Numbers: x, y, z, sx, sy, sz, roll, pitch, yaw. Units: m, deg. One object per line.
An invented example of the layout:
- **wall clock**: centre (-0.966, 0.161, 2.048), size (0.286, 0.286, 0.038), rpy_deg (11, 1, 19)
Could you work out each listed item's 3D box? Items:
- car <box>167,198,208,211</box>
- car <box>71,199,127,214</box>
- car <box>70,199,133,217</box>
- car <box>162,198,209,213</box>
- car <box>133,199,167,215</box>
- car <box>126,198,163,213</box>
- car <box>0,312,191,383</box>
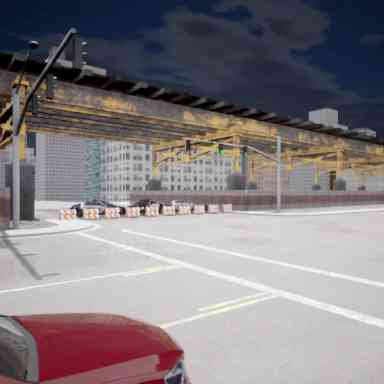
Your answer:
- **car**: centre (-0.800, 1.290, 36.841), size (4.536, 1.218, 1.853), rpy_deg (0, 0, -7)
- **car**: centre (-8.440, 1.292, 30.392), size (4.536, 1.218, 1.853), rpy_deg (0, 0, 8)
- **car**: centre (-8.388, 1.450, 30.385), size (4.974, 1.542, 2.038), rpy_deg (0, 0, 8)
- **car**: centre (-0.748, 1.447, 36.848), size (4.974, 1.542, 2.038), rpy_deg (0, 0, -7)
- **car**: centre (-4.650, 1.449, 33.079), size (2.038, 1.542, 4.974), rpy_deg (0, 0, 18)
- **car**: centre (-4.634, 1.291, 33.129), size (1.853, 1.218, 4.536), rpy_deg (0, 0, 18)
- **car**: centre (-2.160, 1.526, 2.226), size (4.674, 1.442, 1.812), rpy_deg (0, 0, -35)
